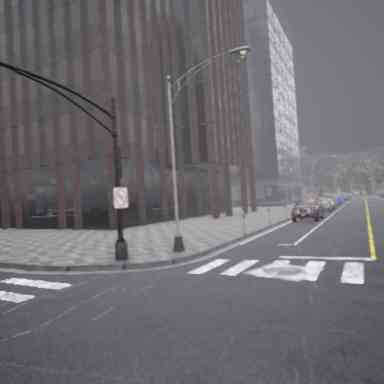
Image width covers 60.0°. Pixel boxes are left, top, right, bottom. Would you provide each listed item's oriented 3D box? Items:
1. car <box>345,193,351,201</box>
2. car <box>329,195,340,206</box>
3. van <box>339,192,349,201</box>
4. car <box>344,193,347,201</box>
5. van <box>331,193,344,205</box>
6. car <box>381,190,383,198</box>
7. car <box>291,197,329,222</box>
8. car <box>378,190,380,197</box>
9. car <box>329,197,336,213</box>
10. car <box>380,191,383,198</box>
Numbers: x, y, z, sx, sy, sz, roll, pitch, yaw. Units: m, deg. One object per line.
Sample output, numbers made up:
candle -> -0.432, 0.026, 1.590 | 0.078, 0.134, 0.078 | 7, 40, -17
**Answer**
car -> 31.968, 1.287, 70.528 | 1.947, 1.339, 4.313 | -4, -2, 27
car -> 16.887, 1.474, 41.407 | 1.752, 1.417, 4.829 | -4, -2, 27
van -> 34.454, 1.026, 75.362 | 1.690, 1.788, 3.998 | -4, -2, 27
car -> 24.467, 1.384, 56.043 | 2.008, 1.369, 4.403 | -4, -2, 27
van -> 21.954, 1.212, 51.219 | 1.690, 1.788, 3.998 | -4, -2, 27
car -> 37.004, 0.509, 61.791 | 2.192, 1.841, 5.009 | -4, -2, 27
car -> 9.452, 1.379, 27.077 | 2.192, 1.841, 5.009 | -4, -2, 27
car -> 44.519, 0.628, 76.271 | 1.887, 1.381, 4.507 | -4, -2, 27
car -> 14.469, 1.568, 36.727 | 1.802, 1.307, 4.206 | -4, -2, 27
car -> 47.012, 0.488, 81.102 | 1.967, 1.590, 4.097 | -4, -2, 27
